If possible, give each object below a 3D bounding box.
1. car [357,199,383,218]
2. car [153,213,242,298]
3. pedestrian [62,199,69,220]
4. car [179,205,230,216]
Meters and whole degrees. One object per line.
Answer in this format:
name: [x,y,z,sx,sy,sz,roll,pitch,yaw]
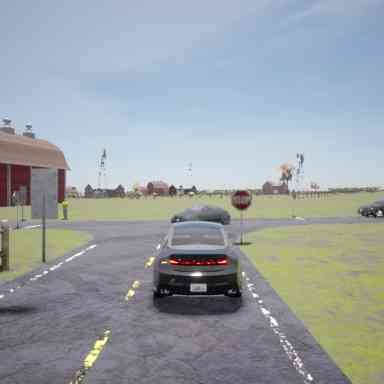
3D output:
car: [15.676,1.237,26.370,4.892,1.490,1.837,-1,0,-4]
car: [0.118,1.507,8.519,1.837,1.490,4.892,0,0,0]
pedestrian: [-11.136,1.494,29.265,0.375,1.860,0.375,0,0,4]
car: [0.600,1.547,21.991,4.181,1.385,1.994,-1,0,-42]
